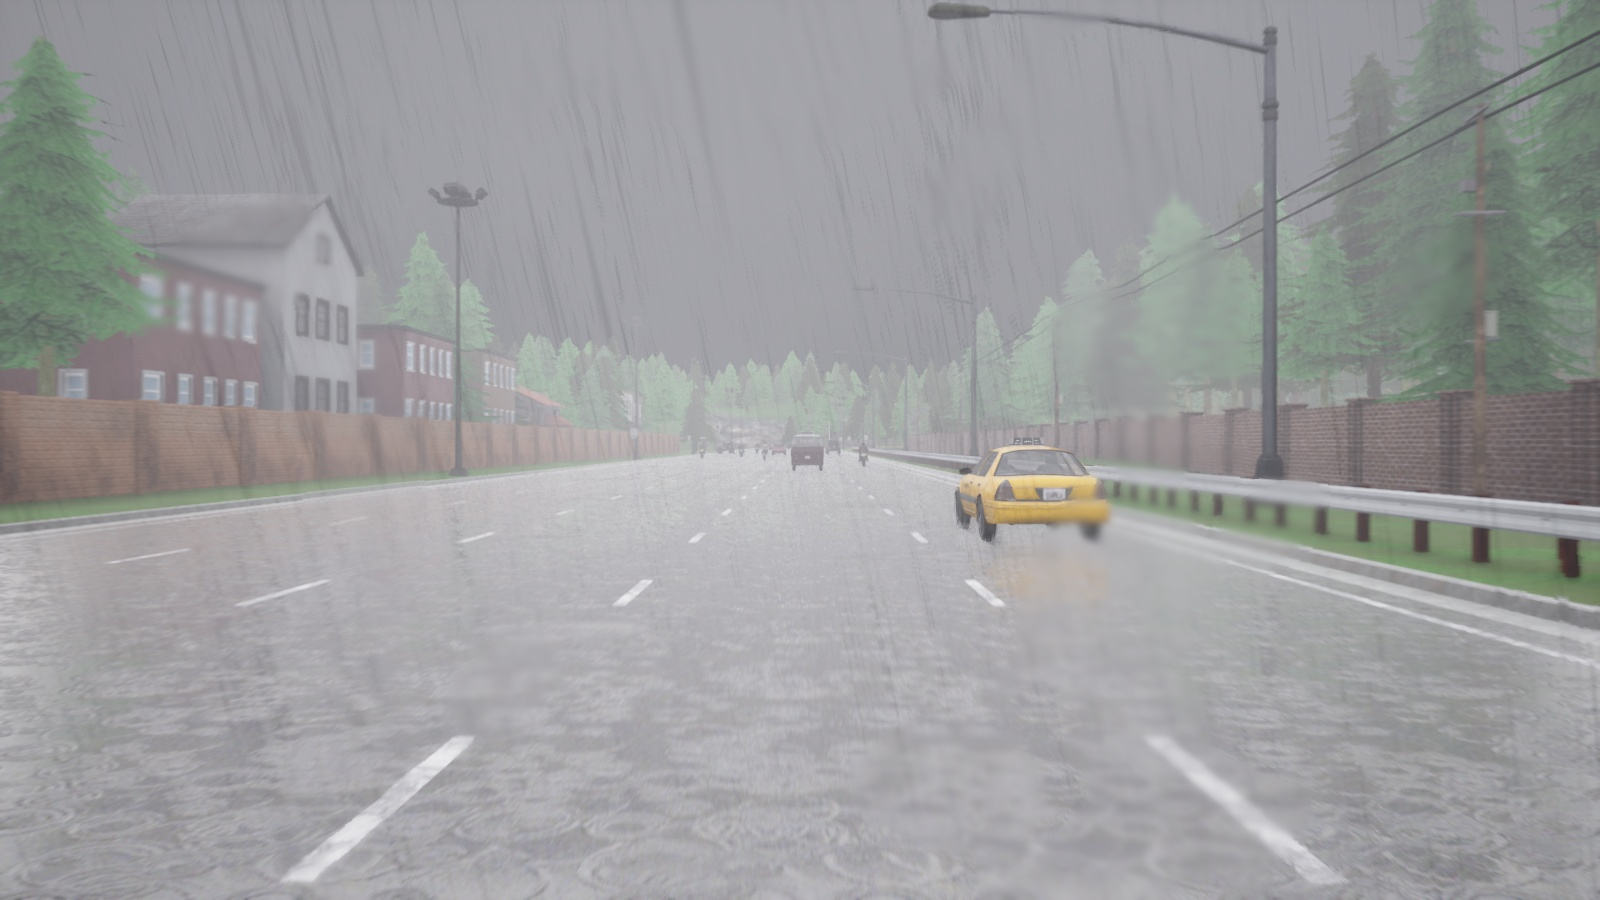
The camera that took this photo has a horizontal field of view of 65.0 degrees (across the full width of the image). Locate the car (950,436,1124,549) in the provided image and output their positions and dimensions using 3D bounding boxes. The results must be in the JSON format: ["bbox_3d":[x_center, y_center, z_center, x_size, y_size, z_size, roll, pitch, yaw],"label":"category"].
[{"bbox_3d":[3.630,0.576,20.213,1.801,1.575,5.366,0,0,0],"label":"car"}]

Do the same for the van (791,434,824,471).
[{"bbox_3d":[0.403,0.121,68.314,1.775,1.987,4.442,0,0,0],"label":"van"}]
